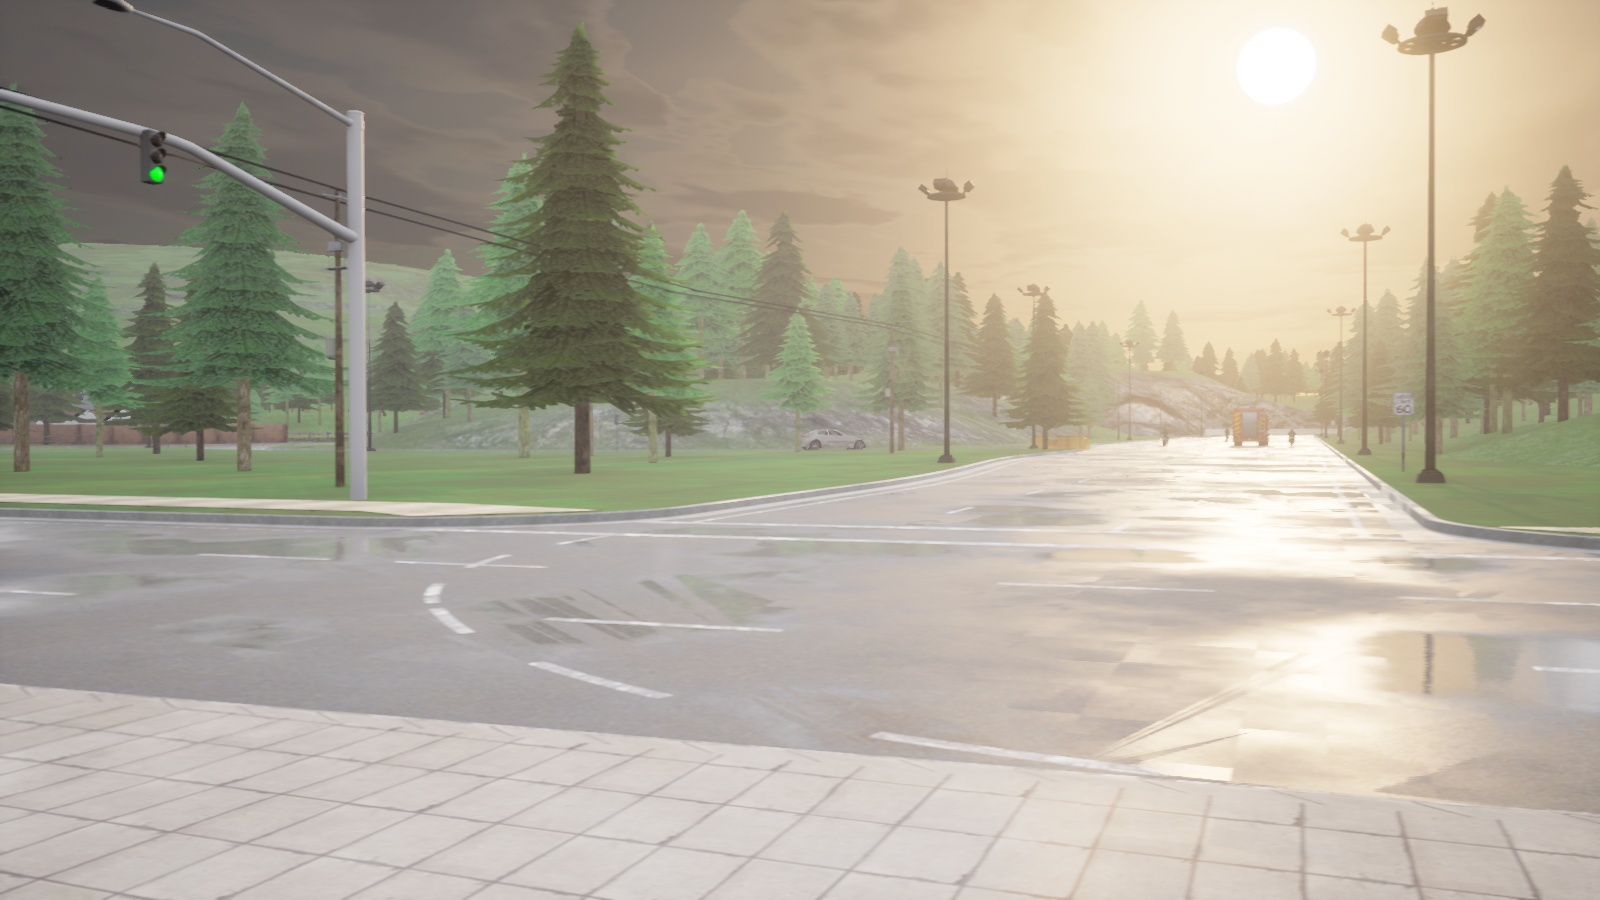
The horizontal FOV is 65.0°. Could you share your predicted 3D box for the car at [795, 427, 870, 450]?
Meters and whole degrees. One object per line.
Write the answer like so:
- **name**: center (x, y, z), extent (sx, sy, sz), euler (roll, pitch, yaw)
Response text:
- **car**: center (2.318, -0.840, 90.380), extent (5.027, 1.651, 2.152), euler (0, 1, -15)
